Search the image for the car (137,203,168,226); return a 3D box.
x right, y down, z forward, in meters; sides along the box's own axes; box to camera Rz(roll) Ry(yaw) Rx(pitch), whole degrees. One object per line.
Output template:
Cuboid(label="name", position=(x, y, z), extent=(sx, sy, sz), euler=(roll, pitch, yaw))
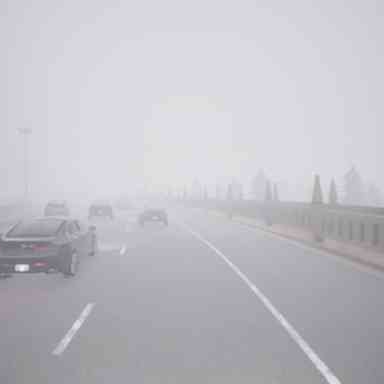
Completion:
Cuboid(label="car", position=(-2.823, 1.465, 23.140), extent=(1.812, 1.442, 4.674), euler=(0, 0, -13))

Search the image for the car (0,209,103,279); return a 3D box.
Cuboid(label="car", position=(-4.146, 1.489, 10.067), extent=(1.837, 1.490, 4.892), euler=(0, 0, -6))

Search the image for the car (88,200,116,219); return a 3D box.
Cuboid(label="car", position=(-7.765, 1.420, 28.227), extent=(1.882, 1.535, 5.008), euler=(0, 0, -16))

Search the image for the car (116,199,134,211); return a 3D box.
Cuboid(label="car", position=(-8.322, 1.471, 40.208), extent=(1.994, 1.385, 4.181), euler=(0, 0, -22))

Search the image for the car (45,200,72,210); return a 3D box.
Cuboid(label="car", position=(-11.638, 1.447, 28.946), extent=(2.128, 1.511, 4.902), euler=(0, 0, -17))
